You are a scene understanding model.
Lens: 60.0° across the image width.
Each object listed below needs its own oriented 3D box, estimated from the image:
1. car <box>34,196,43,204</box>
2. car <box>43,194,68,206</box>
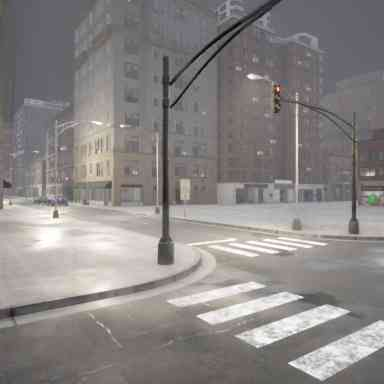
[{"bbox_3d":[-25.409,1.288,56.331,1.994,1.385,4.181,0,0,-36],"label":"car"},{"bbox_3d":[-19.612,1.119,48.219,2.097,1.767,4.553,0,0,-36],"label":"car"}]
